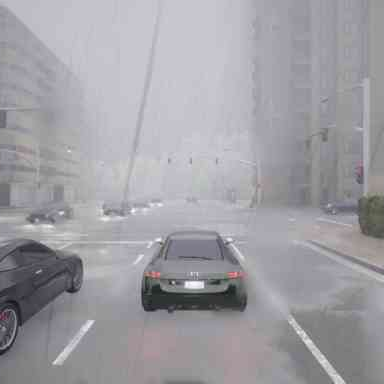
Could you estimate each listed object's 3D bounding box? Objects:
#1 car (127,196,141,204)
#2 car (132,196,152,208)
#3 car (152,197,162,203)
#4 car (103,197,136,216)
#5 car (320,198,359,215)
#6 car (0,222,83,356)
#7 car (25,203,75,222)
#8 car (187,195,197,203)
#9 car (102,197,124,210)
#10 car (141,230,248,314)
[{"bbox_3d":[-10.690,1.525,62.009,1.812,1.442,4.674,0,0,0],"label":"car"},{"bbox_3d":[-7.195,1.505,47.265,1.837,1.490,4.892,0,0,0],"label":"car"},{"bbox_3d":[-7.158,1.601,67.374,1.895,1.301,4.718,0,0,0],"label":"car"},{"bbox_3d":[-7.169,1.547,32.598,2.033,1.411,5.357,0,0,0],"label":"car"},{"bbox_3d":[15.512,1.352,33.754,4.553,1.767,2.097,0,0,1],"label":"car"},{"bbox_3d":[-3.460,1.526,5.912,1.812,1.442,4.674,0,0,0],"label":"car"},{"bbox_3d":[-10.655,1.548,25.497,2.033,1.411,5.357,0,0,0],"label":"car"},{"bbox_3d":[-0.049,1.352,69.755,2.097,1.767,4.553,0,0,0],"label":"car"},{"bbox_3d":[-10.696,1.505,45.218,1.837,1.490,4.892,0,0,0],"label":"car"},{"bbox_3d":[0.049,1.564,7.714,1.994,1.385,4.181,0,0,0],"label":"car"}]
